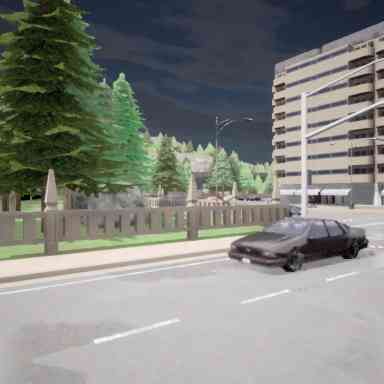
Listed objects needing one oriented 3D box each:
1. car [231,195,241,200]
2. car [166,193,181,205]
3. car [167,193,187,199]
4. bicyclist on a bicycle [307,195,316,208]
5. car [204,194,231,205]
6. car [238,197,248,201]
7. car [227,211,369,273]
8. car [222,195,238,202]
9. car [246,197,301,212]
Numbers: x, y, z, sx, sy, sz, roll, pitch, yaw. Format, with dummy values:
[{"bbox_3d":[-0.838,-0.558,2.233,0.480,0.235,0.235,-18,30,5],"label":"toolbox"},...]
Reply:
[{"bbox_3d":[9.249,1.492,67.935,2.033,1.411,5.357,0,0,20],"label":"car"},{"bbox_3d":[-3.273,1.167,59.774,2.150,2.045,5.566,0,0,4],"label":"car"},{"bbox_3d":[-1.854,1.164,44.894,2.150,2.045,5.566,0,0,-14],"label":"car"},{"bbox_3d":[15.325,1.245,42.481,1.656,1.620,0.582,0,0,-29],"label":"bicyclist on a bicycle"},{"bbox_3d":[2.655,1.422,42.214,1.882,1.535,5.008,0,0,-20],"label":"car"},{"bbox_3d":[7.108,1.492,33.372,2.033,1.411,5.357,0,0,-33],"label":"car"},{"bbox_3d":[3.695,1.548,10.910,5.357,1.411,2.033,0,0,-36],"label":"car"},{"bbox_3d":[8.594,1.469,75.205,1.812,1.442,4.674,0,0,32],"label":"car"},{"bbox_3d":[7.087,1.436,27.197,2.128,1.511,4.902,0,0,-33],"label":"car"}]
